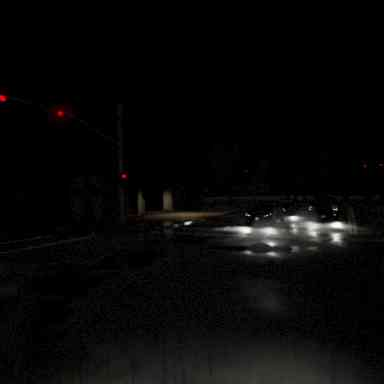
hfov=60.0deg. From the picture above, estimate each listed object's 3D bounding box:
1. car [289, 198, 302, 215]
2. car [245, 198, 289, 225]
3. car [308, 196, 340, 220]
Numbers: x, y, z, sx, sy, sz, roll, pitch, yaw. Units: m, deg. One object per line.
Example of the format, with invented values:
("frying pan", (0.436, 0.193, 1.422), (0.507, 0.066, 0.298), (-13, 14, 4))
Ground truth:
("car", (9.146, 1.338, 31.467), (1.812, 1.442, 4.674), (-1, 0, 26))
("car", (5.154, 1.402, 23.121), (1.837, 1.490, 4.892), (-1, 0, 27))
("car", (10.109, 1.139, 25.329), (2.097, 1.767, 4.553), (-1, 0, 25))
